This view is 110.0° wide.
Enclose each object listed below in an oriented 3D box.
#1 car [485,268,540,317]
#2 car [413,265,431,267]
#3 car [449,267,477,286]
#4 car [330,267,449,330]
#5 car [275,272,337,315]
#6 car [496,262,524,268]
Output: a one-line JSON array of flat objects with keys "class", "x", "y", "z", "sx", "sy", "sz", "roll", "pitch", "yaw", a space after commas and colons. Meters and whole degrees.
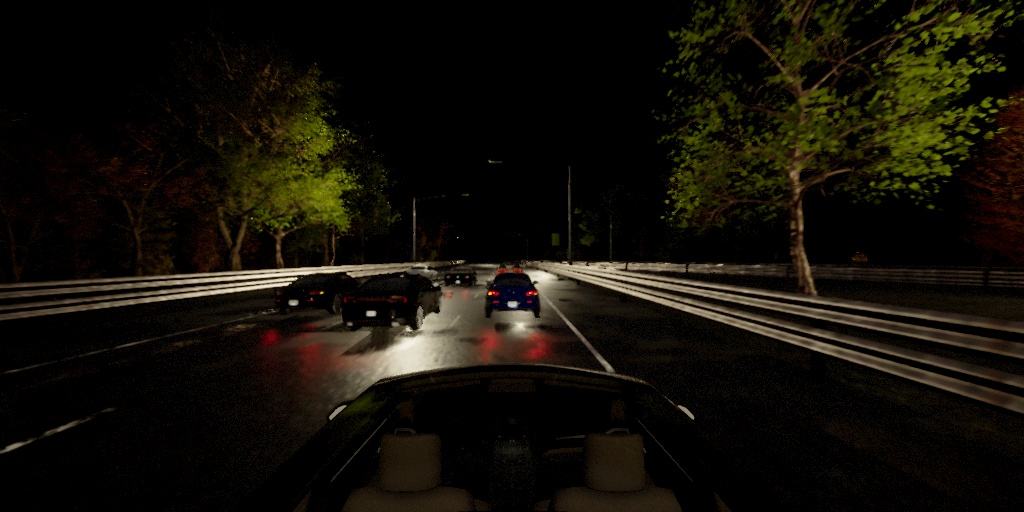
[{"class": "car", "x": 0.017, "y": 1.328, "z": 13.255, "sx": 1.812, "sy": 1.442, "sz": 4.674, "roll": 0, "pitch": 0, "yaw": 0}, {"class": "car", "x": -7.184, "y": 1.411, "z": 28.777, "sx": 1.812, "sy": 1.442, "sz": 4.674, "roll": 0, "pitch": 0, "yaw": -1}, {"class": "car", "x": -3.653, "y": 1.472, "z": 26.385, "sx": 1.895, "sy": 1.301, "sz": 4.718, "roll": 0, "pitch": 0, "yaw": -1}, {"class": "car", "x": -3.480, "y": 1.272, "z": 11.344, "sx": 1.882, "sy": 1.535, "sz": 5.008, "roll": 0, "pitch": 0, "yaw": 0}, {"class": "car", "x": -6.983, "y": 1.333, "z": 13.753, "sx": 1.812, "sy": 1.442, "sz": 4.674, "roll": 0, "pitch": 0, "yaw": 0}, {"class": "car", "x": -0.170, "y": 1.226, "z": 27.567, "sx": 2.097, "sy": 1.767, "sz": 4.553, "roll": 0, "pitch": 0, "yaw": -1}]
